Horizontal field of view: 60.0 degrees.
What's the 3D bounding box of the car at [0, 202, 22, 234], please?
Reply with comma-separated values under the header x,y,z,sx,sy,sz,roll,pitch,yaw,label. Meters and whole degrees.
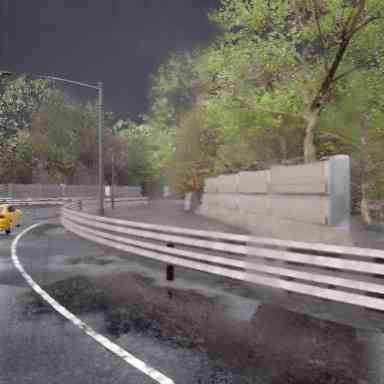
x,y,z,sx,sy,sz,roll,pitch,yaw,label
-10.917,1.425,18.683,1.882,1.535,5.008,-1,0,-19,car
